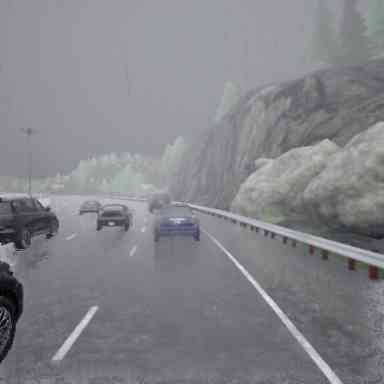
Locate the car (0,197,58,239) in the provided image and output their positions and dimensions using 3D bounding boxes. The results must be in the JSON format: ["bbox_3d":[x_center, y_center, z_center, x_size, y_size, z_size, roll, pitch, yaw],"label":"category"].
[{"bbox_3d":[-7.601,1.238,14.319,2.150,2.045,5.566,0,0,-5],"label":"car"}]

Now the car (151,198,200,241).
[{"bbox_3d":[-0.840,1.355,16.870,2.097,1.767,4.553,0,0,-5],"label":"car"}]

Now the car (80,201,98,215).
[{"bbox_3d":[-10.235,1.571,33.887,2.033,1.411,5.357,0,0,-11],"label":"car"}]

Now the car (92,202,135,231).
[{"bbox_3d":[-4.772,1.517,20.957,1.837,1.490,4.892,0,0,-7],"label":"car"}]

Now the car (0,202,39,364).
[{"bbox_3d":[-3.497,1.229,2.482,2.150,2.045,5.566,0,0,-1],"label":"car"}]

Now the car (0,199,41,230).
[{"bbox_3d":[-11.980,1.378,22.231,2.097,1.767,4.553,0,0,-7],"label":"car"}]

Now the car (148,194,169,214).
[{"bbox_3d":[-3.580,1.232,36.262,2.150,2.045,5.566,0,0,-11],"label":"car"}]
